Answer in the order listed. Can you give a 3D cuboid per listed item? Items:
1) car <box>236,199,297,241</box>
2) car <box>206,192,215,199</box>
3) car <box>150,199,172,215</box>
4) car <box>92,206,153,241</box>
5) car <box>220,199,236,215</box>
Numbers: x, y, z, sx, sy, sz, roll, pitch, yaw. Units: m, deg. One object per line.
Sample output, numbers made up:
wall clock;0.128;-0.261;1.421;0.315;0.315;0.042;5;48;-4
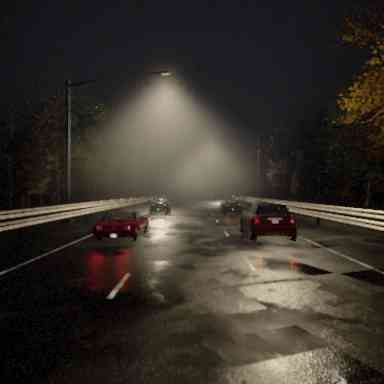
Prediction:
car;3.679;1.323;16.765;2.097;1.767;4.553;0;0;0
car;5.668;1.236;95.360;2.033;1.649;4.856;0;0;3
car;-3.118;1.429;33.569;2.128;1.511;4.902;0;0;1
car;-3.325;1.571;16.435;1.895;1.301;4.718;0;0;0
car;3.883;1.430;33.554;2.128;1.511;4.902;0;0;1
